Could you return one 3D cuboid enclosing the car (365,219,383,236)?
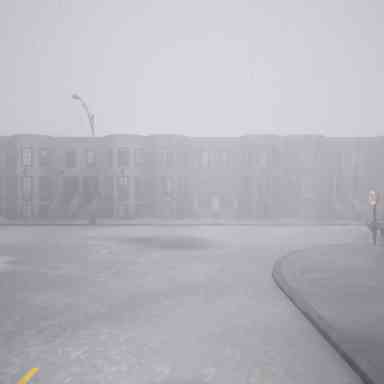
[{"bbox_3d":[11.078,1.601,15.890,4.718,1.301,1.895,0,0,0],"label":"car"}]
